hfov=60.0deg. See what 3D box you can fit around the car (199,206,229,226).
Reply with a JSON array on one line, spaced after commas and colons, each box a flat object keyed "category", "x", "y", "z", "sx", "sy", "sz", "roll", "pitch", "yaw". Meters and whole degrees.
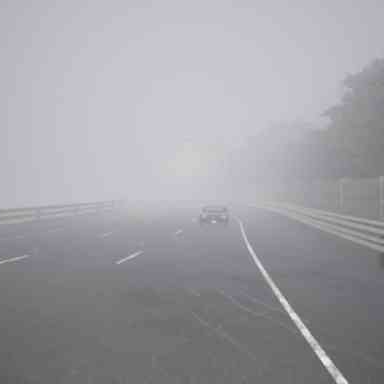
[{"category": "car", "x": 1.614, "y": 1.595, "z": 23.142, "sx": 1.895, "sy": 1.301, "sz": 4.718, "roll": 0, "pitch": 0, "yaw": 6}]
